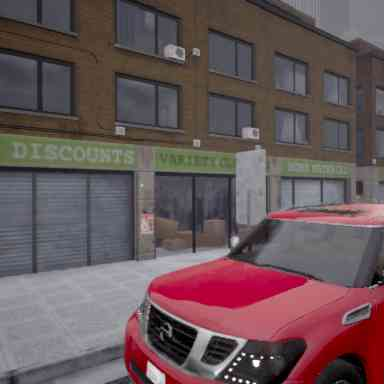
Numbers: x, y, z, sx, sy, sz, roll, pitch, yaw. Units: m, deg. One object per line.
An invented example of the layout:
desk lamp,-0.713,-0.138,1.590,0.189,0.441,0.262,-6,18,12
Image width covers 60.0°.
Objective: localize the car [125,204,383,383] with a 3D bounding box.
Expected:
car,1.942,1.221,4.448,5.566,2.045,2.150,0,0,-35
